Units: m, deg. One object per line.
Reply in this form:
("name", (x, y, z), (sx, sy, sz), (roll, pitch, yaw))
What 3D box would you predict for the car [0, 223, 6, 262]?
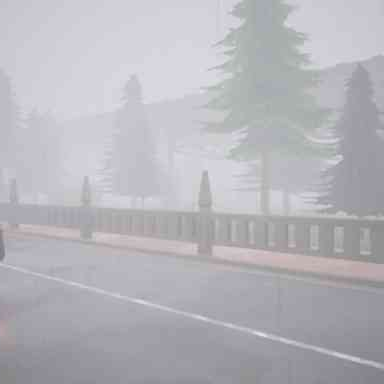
("car", (-7.383, 1.191, 9.251), (5.566, 2.045, 2.150), (0, 0, 36))
